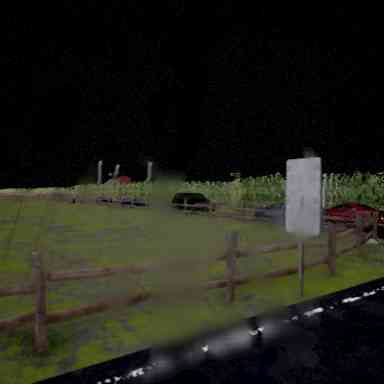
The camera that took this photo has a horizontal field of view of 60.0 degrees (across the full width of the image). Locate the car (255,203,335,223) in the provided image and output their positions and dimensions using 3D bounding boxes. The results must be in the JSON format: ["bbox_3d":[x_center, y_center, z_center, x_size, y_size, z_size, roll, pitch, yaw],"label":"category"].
[{"bbox_3d":[6.875,1.493,23.517,2.033,1.411,5.357,1,0,-34],"label":"car"}]

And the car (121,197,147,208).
[{"bbox_3d":[-7.680,1.384,44.250,1.895,1.301,4.718,1,0,-35],"label":"car"}]

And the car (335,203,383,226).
[{"bbox_3d":[10.741,1.500,23.110,1.882,1.535,5.008,2,-1,-32],"label":"car"}]

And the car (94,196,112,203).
[{"bbox_3d":[-16.596,1.332,61.989,1.895,1.301,4.718,1,-1,-35],"label":"car"}]

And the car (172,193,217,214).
[{"bbox_3d":[0.117,1.091,33.170,2.150,2.045,5.566,1,-1,-35],"label":"car"}]
